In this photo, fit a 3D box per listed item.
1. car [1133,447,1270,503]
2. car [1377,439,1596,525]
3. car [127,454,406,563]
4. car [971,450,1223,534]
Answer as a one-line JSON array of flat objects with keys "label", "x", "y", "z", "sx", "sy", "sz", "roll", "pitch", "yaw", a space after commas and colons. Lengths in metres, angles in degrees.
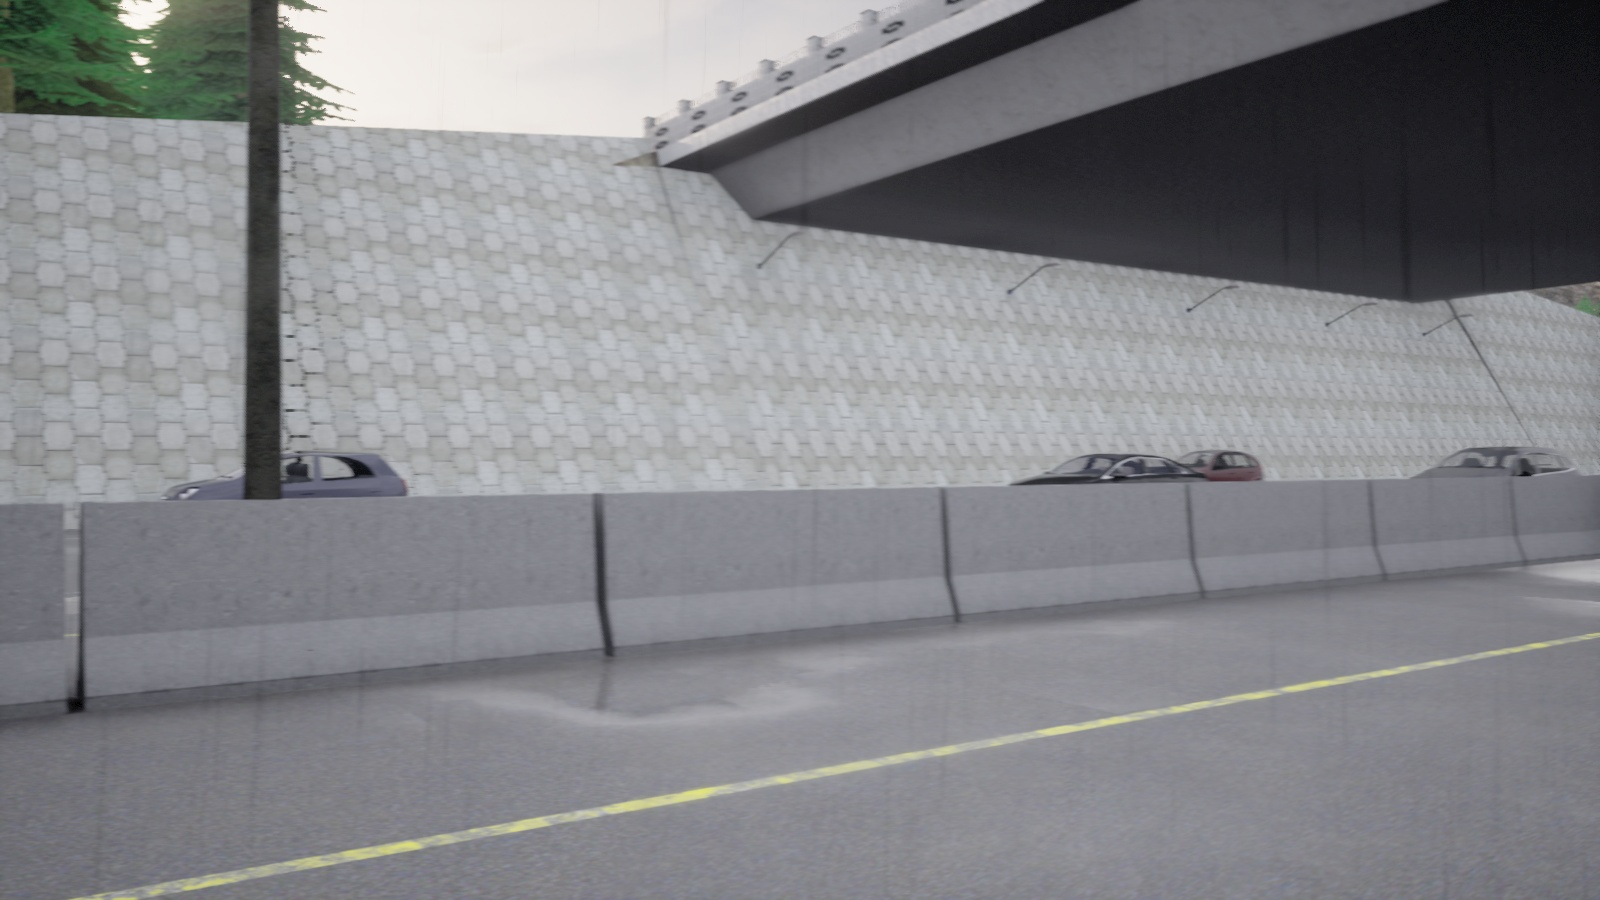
[{"label": "car", "x": 12.063, "y": 0.712, "z": 37.641, "sx": 3.988, "sy": 1.617, "sz": 1.851, "roll": 0, "pitch": 0, "yaw": -35}, {"label": "car", "x": 14.586, "y": 0.625, "z": 26.604, "sx": 4.611, "sy": 1.667, "sz": 2.242, "roll": 0, "pitch": 0, "yaw": -35}, {"label": "car", "x": -8.166, "y": 0.824, "z": 19.296, "sx": 3.633, "sy": 1.501, "sz": 1.845, "roll": 0, "pitch": 0, "yaw": -35}, {"label": "car", "x": 5.933, "y": 0.751, "z": 24.846, "sx": 4.902, "sy": 1.511, "sz": 2.128, "roll": 0, "pitch": 0, "yaw": -35}]
